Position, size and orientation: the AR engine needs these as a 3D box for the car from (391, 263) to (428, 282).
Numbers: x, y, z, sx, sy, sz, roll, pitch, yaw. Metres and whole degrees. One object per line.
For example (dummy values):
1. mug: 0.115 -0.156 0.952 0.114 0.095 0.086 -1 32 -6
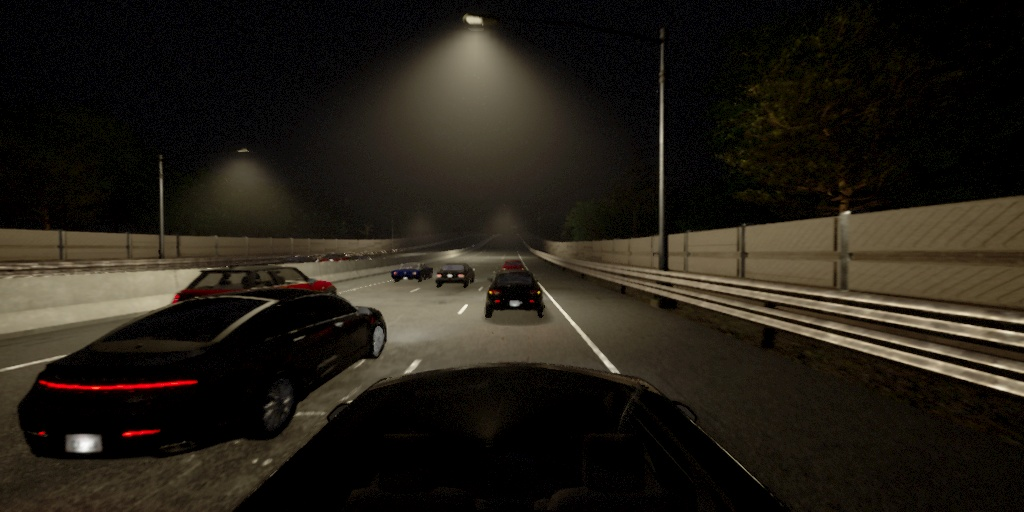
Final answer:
1. car: -6.925 1.126 25.531 1.895 1.301 4.718 0 1 0

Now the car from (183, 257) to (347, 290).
1. car: -6.923 1.035 10.283 2.097 1.767 4.553 0 1 1

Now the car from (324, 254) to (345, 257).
1. car: -21.095 0.529 42.147 2.097 1.767 4.553 0 2 0

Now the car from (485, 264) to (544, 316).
1. car: 0.084 1.186 12.681 1.812 1.442 4.674 0 1 0

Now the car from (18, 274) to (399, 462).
1. car: -3.445 1.227 5.316 1.837 1.490 4.892 0 1 0

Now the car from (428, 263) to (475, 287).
1. car: -3.437 1.114 22.378 2.033 1.411 5.357 0 1 0

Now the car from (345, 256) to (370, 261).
1. car: -17.597 0.735 42.433 1.994 1.385 4.181 0 2 0

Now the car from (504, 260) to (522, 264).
1. car: 0.081 1.014 27.916 1.812 1.442 4.674 0 1 0
